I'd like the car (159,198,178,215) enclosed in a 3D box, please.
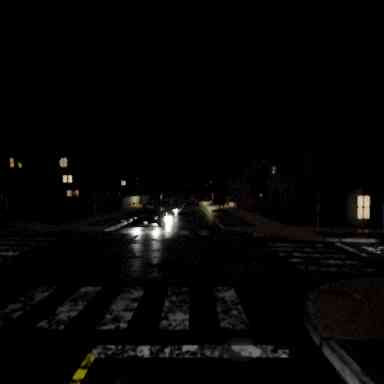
[{"bbox_3d":[-2.881,1.501,34.523,2.128,1.511,4.902,0,0,0],"label":"car"}]

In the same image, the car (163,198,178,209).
[{"bbox_3d":[-2.883,1.532,46.127,1.812,1.442,4.674,0,0,0],"label":"car"}]

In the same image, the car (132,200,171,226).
[{"bbox_3d":[-2.903,1.555,23.638,2.033,1.411,5.357,0,0,0],"label":"car"}]

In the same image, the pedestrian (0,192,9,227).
[{"bbox_3d":[-9.699,0.873,17.085,0.375,1.860,0.375,0,0,1],"label":"pedestrian"}]

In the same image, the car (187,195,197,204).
[{"bbox_3d":[-0.066,1.477,66.284,1.882,1.535,5.008,0,0,0],"label":"car"}]

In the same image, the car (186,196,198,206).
[{"bbox_3d":[0.046,1.567,54.678,1.994,1.385,4.181,0,0,0],"label":"car"}]
